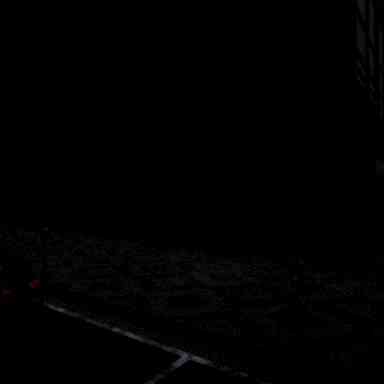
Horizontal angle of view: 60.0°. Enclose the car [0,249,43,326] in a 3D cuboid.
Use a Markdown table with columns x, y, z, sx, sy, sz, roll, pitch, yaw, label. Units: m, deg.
| x | y | z | sx | sy | sz | roll | pitch | yaw | label |
| --- | --- | --- | --- | --- | --- | --- | --- | --- | --- |
| -4.307 | 1.535 | 5.925 | 4.206 | 1.307 | 1.802 | 0 | 0 | 35 | car |
